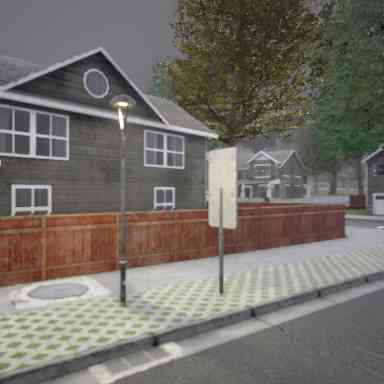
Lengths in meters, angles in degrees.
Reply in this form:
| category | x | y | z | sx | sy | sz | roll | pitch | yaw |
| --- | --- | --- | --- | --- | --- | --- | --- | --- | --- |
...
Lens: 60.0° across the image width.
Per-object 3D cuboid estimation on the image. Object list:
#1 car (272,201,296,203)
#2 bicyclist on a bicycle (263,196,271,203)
| category | x | y | z | sx | sy | sz | roll | pitch | yaw |
| --- | --- | --- | --- | --- | --- | --- | --- | --- | --- |
| car | 7.030 | 1.411 | 24.280 | 5.008 | 1.535 | 1.882 | 1 | 0 | 43 |
| bicyclist on a bicycle | 7.211 | 1.198 | 32.115 | 0.582 | 1.620 | 1.656 | 1 | 1 | 43 |
